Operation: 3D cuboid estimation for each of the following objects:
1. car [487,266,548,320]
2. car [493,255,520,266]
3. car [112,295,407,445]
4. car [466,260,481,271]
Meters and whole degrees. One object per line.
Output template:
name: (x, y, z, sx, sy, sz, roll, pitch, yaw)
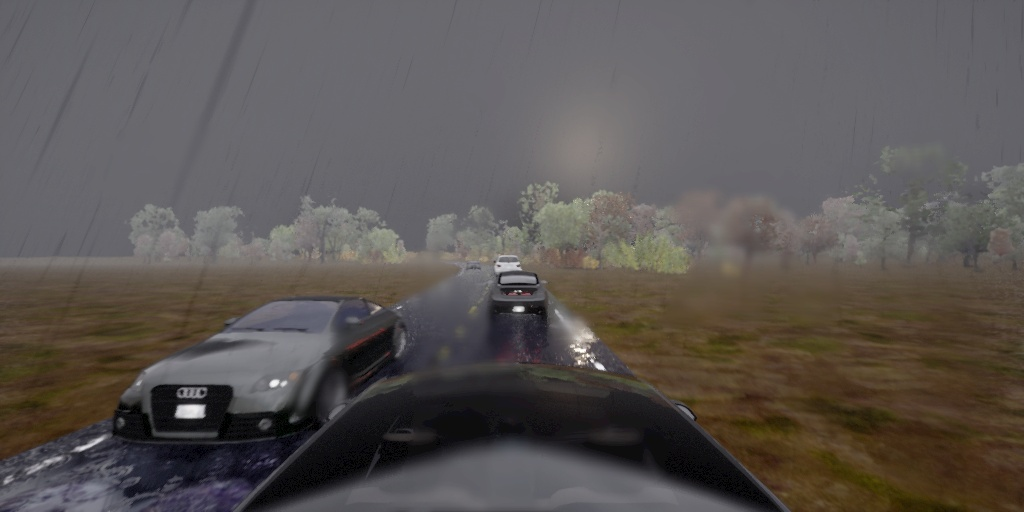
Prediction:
car: (0.191, 1.253, 12.566, 1.837, 1.490, 4.892, 0, 0, 0)
car: (-0.439, 0.967, 31.897, 2.150, 2.045, 5.566, 0, 0, -4)
car: (-3.077, 1.314, 5.453, 1.994, 1.385, 4.181, 0, 0, 1)
car: (-5.323, 1.309, 49.719, 1.994, 1.385, 4.181, 0, 0, -7)
